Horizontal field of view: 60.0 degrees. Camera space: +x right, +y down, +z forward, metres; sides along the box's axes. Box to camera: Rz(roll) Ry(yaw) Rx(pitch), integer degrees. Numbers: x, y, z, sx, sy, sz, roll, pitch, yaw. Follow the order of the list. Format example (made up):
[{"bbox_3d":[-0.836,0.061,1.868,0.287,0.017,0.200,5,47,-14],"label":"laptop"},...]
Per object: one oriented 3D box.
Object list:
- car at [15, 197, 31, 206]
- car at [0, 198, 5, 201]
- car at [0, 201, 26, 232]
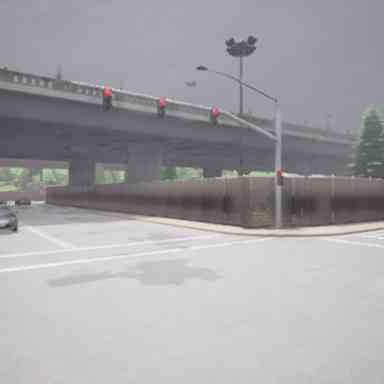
[{"bbox_3d":[-27.885,1.607,54.875,2.033,1.411,5.357,0,0,-36],"label":"car"},{"bbox_3d":[-30.581,1.661,52.626,1.895,1.301,4.718,0,0,-36],"label":"car"},{"bbox_3d":[-11.618,1.529,19.790,2.128,1.511,4.902,0,0,-36],"label":"car"}]
